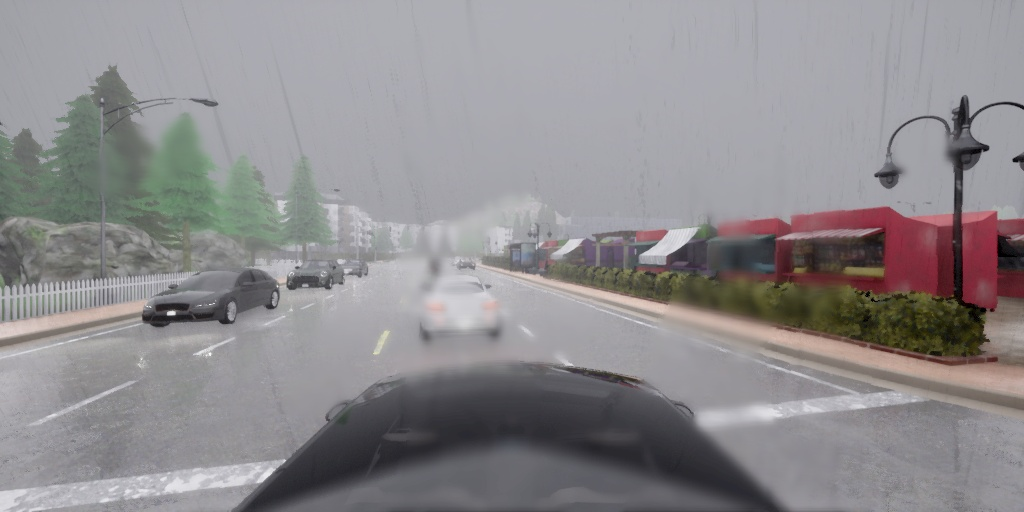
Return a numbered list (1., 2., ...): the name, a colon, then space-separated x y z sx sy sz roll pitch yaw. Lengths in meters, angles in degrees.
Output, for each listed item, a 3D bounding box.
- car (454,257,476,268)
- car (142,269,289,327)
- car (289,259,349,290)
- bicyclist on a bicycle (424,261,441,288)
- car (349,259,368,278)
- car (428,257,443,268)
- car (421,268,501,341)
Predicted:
1. car: -5.587 1.043 43.729 1.895 1.301 4.718 0 0 -13
2. car: -9.179 1.189 11.457 1.837 1.490 4.892 0 0 -13
3. car: -11.374 0.964 21.059 2.097 1.767 4.553 0 0 -13
4. bicyclist on a bicycle: -4.293 1.077 19.589 0.582 1.620 1.656 0 1 25
5. car: -13.564 1.031 30.683 2.128 1.511 4.902 0 0 -13
6. car: -10.814 0.893 50.793 1.837 1.490 4.892 0 0 -13
7. car: -1.468 1.224 9.737 1.812 1.442 4.674 0 0 -12
